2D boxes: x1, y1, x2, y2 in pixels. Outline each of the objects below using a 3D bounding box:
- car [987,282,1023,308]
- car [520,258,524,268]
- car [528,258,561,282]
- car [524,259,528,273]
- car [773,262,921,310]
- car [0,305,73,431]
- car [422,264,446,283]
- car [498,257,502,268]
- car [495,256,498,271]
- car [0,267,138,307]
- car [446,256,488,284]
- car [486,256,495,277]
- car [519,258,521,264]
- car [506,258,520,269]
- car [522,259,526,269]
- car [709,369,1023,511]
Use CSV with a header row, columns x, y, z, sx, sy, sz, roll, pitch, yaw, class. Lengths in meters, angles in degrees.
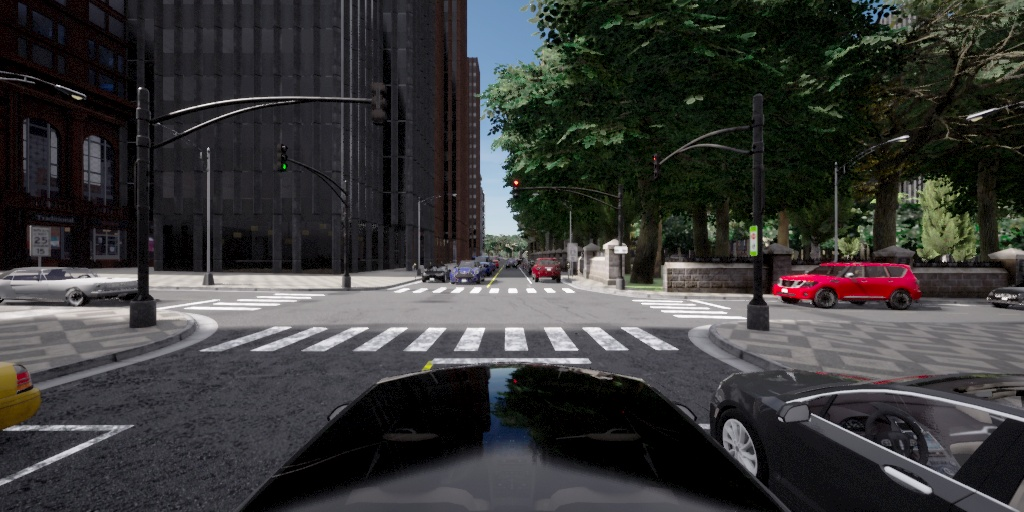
x,y,z,sx,sy,sz,roll,pitch,yaw,class
25.351,1.800,16.701,4.892,1.490,1.837,1,0,0,car
2.599,1.335,50.253,2.007,1.370,4.403,0,0,0,car
2.674,1.075,28.428,2.192,1.841,5.009,0,0,0,car
2.637,1.338,39.340,1.948,1.339,4.313,0,0,0,car
15.393,1.312,16.616,5.566,2.045,2.150,1,0,-1,car
-5.760,1.275,1.555,1.751,1.417,4.829,0,0,0,car
-5.851,1.326,28.389,1.948,1.339,4.313,0,0,0,car
-3.247,1.018,58.306,2.150,2.045,5.566,0,0,-1,car
-3.242,1.133,46.768,2.097,1.767,4.553,0,0,0,car
-16.479,1.069,13.130,4.718,1.301,1.895,1,0,-1,car
-3.248,1.112,26.826,2.097,1.767,4.553,0,0,1,car
-3.213,0.991,36.585,2.150,2.045,5.566,0,0,0,car
2.581,1.231,55.710,1.967,1.591,4.097,0,0,0,car
-0.090,1.395,58.304,1.895,1.301,4.718,0,0,0,car
2.618,1.329,44.796,2.007,1.370,4.403,0,0,0,car
2.764,1.300,1.763,2.007,1.370,4.403,0,0,0,car
